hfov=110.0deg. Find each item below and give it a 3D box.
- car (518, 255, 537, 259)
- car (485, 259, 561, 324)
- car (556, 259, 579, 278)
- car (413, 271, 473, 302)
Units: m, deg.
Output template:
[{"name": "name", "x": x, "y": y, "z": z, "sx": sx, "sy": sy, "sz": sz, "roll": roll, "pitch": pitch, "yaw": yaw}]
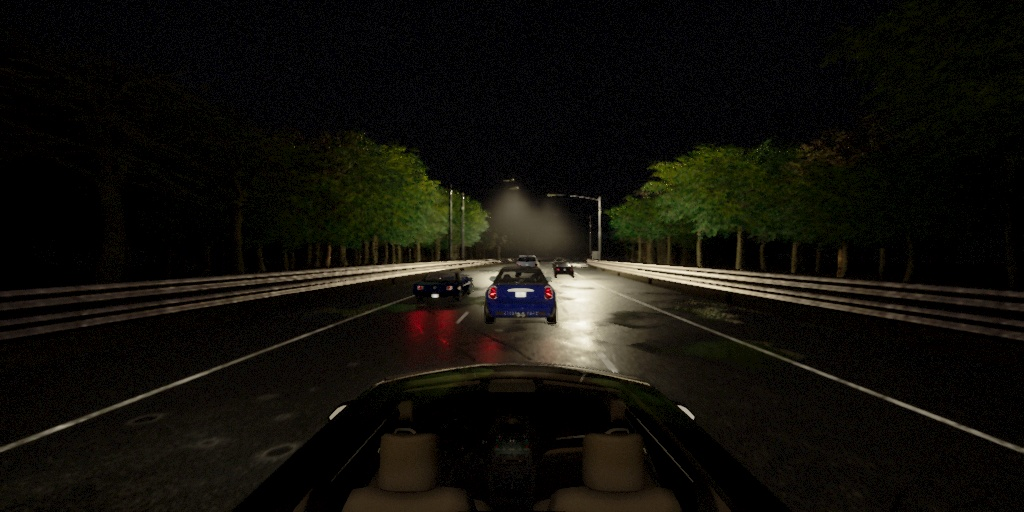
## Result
[{"name": "car", "x": 1.572, "y": 0.967, "z": 34.865, "sx": 2.150, "sy": 2.045, "sz": 5.566, "roll": 0, "pitch": 0, "yaw": 5}, {"name": "car", "x": 0.302, "y": 1.102, "z": 12.191, "sx": 2.097, "sy": 1.767, "sz": 4.553, "roll": 0, "pitch": 0, "yaw": 2}, {"name": "car", "x": 4.968, "y": 1.287, "z": 34.699, "sx": 2.033, "sy": 1.411, "sz": 5.357, "roll": 0, "pitch": 0, "yaw": 5}, {"name": "car", "x": -3.054, "y": 1.346, "z": 16.903, "sx": 1.895, "sy": 1.301, "sz": 4.718, "roll": 0, "pitch": 0, "yaw": 2}]
